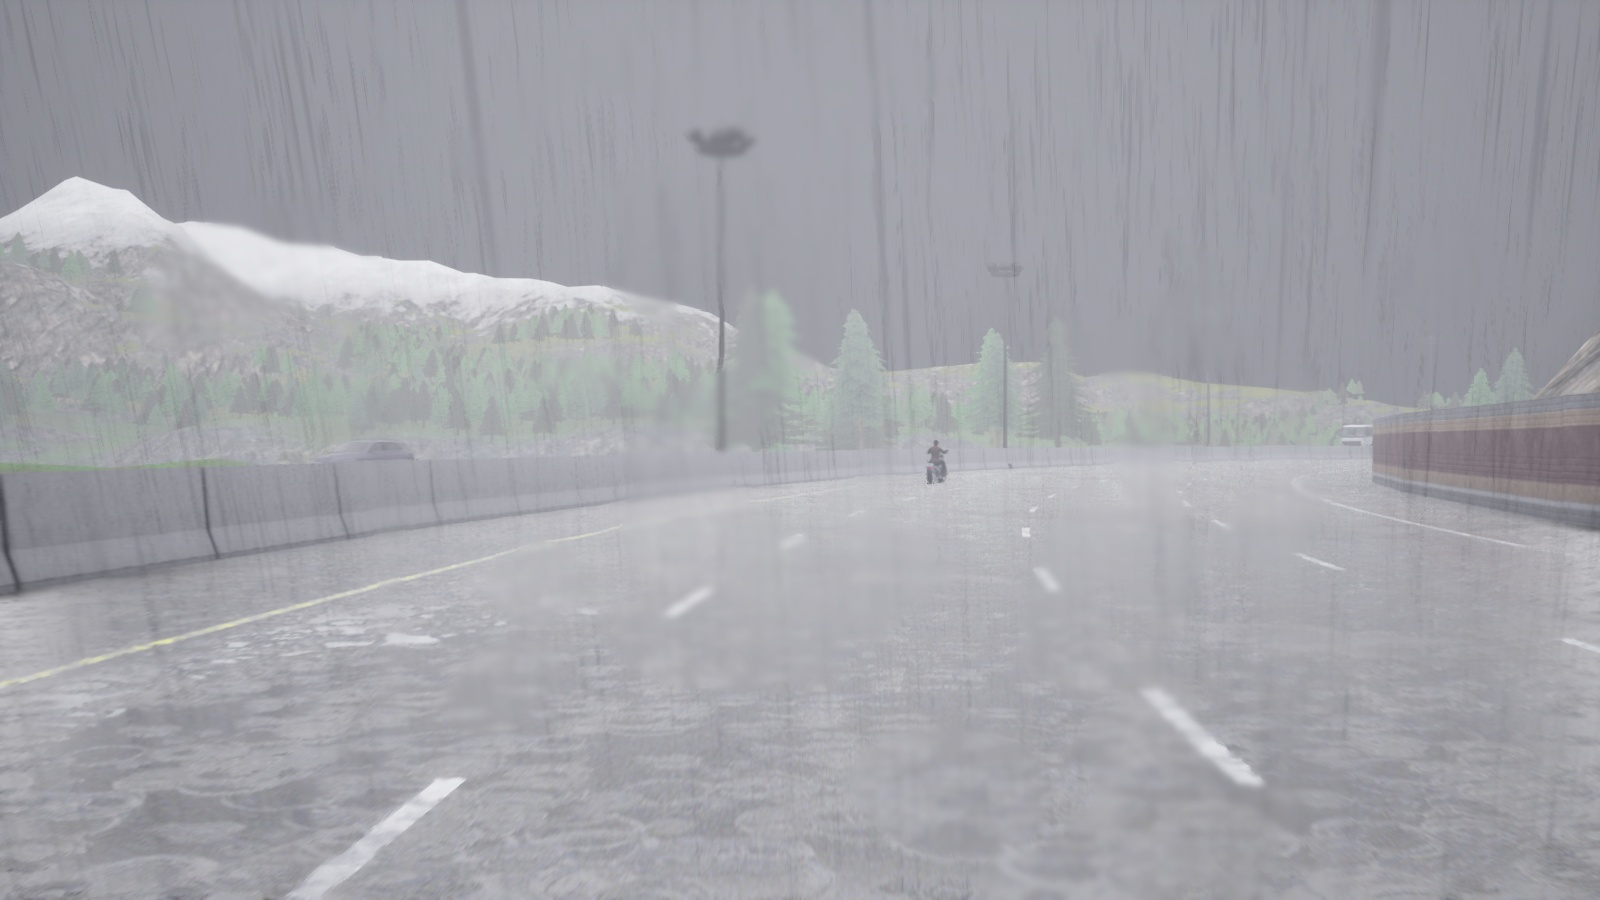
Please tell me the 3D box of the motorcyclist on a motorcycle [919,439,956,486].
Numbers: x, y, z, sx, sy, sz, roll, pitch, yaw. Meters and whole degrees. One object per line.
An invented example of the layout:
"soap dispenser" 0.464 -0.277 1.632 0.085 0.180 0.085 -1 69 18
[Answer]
"motorcyclist on a motorcycle" 5.054 0.443 46.028 0.766 1.649 2.350 1 0 20

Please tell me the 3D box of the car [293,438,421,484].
"car" -16.633 0.390 47.431 2.033 1.649 4.856 0 0 18
